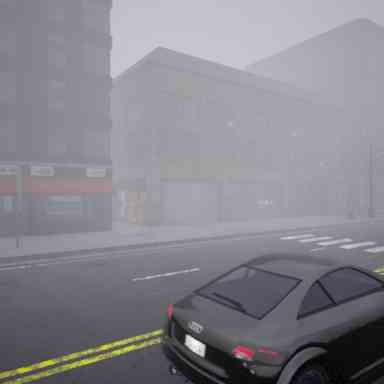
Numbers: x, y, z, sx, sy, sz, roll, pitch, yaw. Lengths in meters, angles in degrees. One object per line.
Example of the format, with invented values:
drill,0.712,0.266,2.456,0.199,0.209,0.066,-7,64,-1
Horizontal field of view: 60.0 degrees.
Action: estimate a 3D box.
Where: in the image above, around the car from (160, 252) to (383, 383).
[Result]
car,1.664,1.563,4.611,4.181,1.385,1.994,0,0,-35
